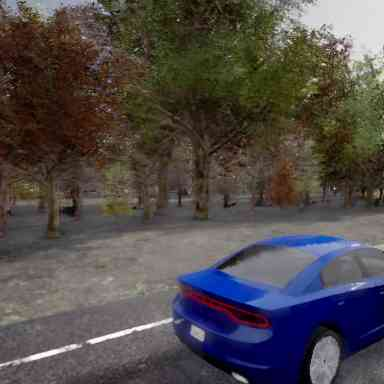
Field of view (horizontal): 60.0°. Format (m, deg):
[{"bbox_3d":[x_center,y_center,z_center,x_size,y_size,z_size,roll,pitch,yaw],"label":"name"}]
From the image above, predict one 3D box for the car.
[{"bbox_3d":[2.080,1.425,5.228,5.008,1.535,1.882,-1,0,-35],"label":"car"}]
